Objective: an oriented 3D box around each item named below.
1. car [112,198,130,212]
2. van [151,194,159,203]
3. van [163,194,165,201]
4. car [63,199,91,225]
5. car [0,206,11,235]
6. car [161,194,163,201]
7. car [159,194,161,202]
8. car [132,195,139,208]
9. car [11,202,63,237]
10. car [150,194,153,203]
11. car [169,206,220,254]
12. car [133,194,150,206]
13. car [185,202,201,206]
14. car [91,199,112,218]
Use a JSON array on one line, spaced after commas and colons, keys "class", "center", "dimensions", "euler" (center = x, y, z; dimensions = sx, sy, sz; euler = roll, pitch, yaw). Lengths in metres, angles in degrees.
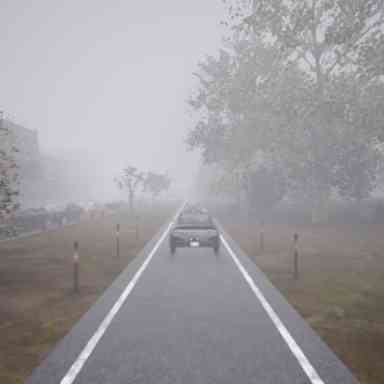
[{"class": "car", "center": [-9.028, 1.488, 39.527], "dimensions": [2.097, 1.535, 5.008], "euler": [0, 0, 2]}, {"class": "van", "center": [-9.073, 1.440, 72.676], "dimensions": [1.878, 1.987, 4.442], "euler": [0, 0, 2]}, {"class": "van", "center": [-9.090, 1.517, 90.384], "dimensions": [1.878, 1.987, 4.442], "euler": [0, -1, -2]}, {"class": "car", "center": [-9.007, 1.430, 22.893], "dimensions": [2.097, 1.535, 5.008], "euler": [0, -1, 2]}, {"class": "car", "center": [-8.994, 1.363, 11.795], "dimensions": [2.097, 1.535, 5.008], "euler": [0, 0, 2]}, {"class": "car", "center": [-9.080, 1.737, 83.870], "dimensions": [2.163, 1.488, 4.792], "euler": [0, -1, -2]}, {"class": "car", "center": [-9.074, 1.676, 78.360], "dimensions": [2.231, 1.521, 4.892], "euler": [0, -1, -2]}, {"class": "car", "center": [-9.035, 1.501, 45.075], "dimensions": [2.097, 1.535, 5.008], "euler": [0, -1, 2]}, {"class": "car", "center": [-9.001, 1.407, 17.337], "dimensions": [2.231, 1.521, 4.892], "euler": [0, 0, 2]}, {"class": "car", "center": [-9.055, 1.644, 61.703], "dimensions": [2.002, 1.452, 4.674], "euler": [0, 0, 0]}, {"class": "car", "center": [0.098, 1.570, 13.796], "dimensions": [2.128, 1.511, 4.902], "euler": [0, 0, 0]}, {"class": "car", "center": [-9.046, 1.330, 54.960], "dimensions": [2.435, 2.045, 5.566], "euler": [0, 0, 1]}, {"class": "car", "center": [0.100, 1.732, 36.441], "dimensions": [1.895, 1.301, 4.718], "euler": [0, 0, 0]}, {"class": "car", "center": [-9.023, 1.441, 29.274], "dimensions": [1.946, 1.575, 5.366], "euler": [0, 0, 2]}]
